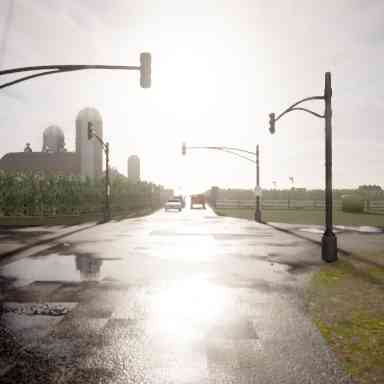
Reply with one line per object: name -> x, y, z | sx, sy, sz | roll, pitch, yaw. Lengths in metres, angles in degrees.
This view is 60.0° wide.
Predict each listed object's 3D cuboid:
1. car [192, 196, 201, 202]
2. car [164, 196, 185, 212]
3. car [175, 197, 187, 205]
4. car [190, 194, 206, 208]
car -> 1.077, 1.721, 79.489 | 1.895, 1.301, 4.718 | 0, 0, 1
car -> -2.201, 1.564, 40.086 | 1.812, 1.442, 4.674 | 0, 0, 1
car -> -1.957, 1.620, 60.094 | 2.033, 1.411, 5.357 | 0, 0, 1
car -> 0.878, 1.276, 50.717 | 2.150, 2.045, 5.566 | 0, 0, 1
